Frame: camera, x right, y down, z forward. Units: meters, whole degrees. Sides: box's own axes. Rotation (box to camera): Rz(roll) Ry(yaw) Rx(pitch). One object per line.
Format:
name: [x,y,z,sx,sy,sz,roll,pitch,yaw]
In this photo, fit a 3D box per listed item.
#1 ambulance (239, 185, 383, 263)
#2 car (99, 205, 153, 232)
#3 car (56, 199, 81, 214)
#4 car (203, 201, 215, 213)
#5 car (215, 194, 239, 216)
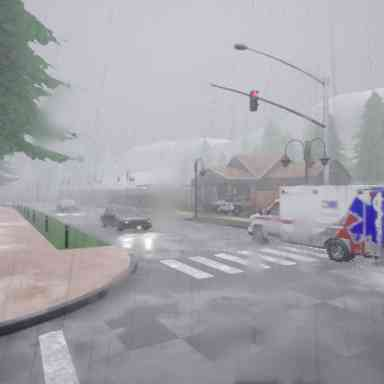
ambulance: [4.793,1.020,12.214,2.351,2.431,6.366,0,0,-31]
car: [-4.211,1.533,20.362,2.033,1.411,5.357,0,0,-30]
car: [-13.555,1.511,36.222,1.812,1.442,4.674,0,0,-31]
car: [3.160,1.161,32.593,3.866,1.878,1.905,0,0,-31]
car: [4.771,1.159,30.624,4.605,1.855,1.932,0,0,-31]
